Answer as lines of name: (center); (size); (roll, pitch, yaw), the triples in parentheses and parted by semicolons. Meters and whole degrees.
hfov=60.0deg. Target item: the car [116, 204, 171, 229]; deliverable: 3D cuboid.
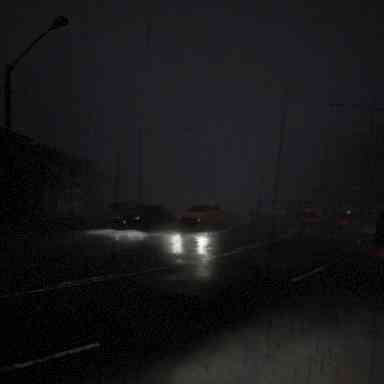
car: (-2.972, 1.524, 21.824); (1.812, 1.442, 4.674); (0, 0, 26)

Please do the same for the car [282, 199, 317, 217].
car: (10.336, 1.476, 31.625); (1.882, 1.535, 5.008); (0, 0, 4)

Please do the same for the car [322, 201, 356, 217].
car: (13.794, 1.524, 31.273); (1.812, 1.442, 4.674); (0, 0, 3)

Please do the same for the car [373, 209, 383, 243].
car: (9.674, 1.477, 15.595); (1.882, 1.535, 5.008); (0, 0, 29)

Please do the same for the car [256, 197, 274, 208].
car: (10.465, 1.475, 47.945); (1.882, 1.535, 5.008); (0, 0, 0)

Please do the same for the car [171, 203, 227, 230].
car: (0.779, 1.476, 21.246); (1.882, 1.535, 5.008); (1, 0, 23)
